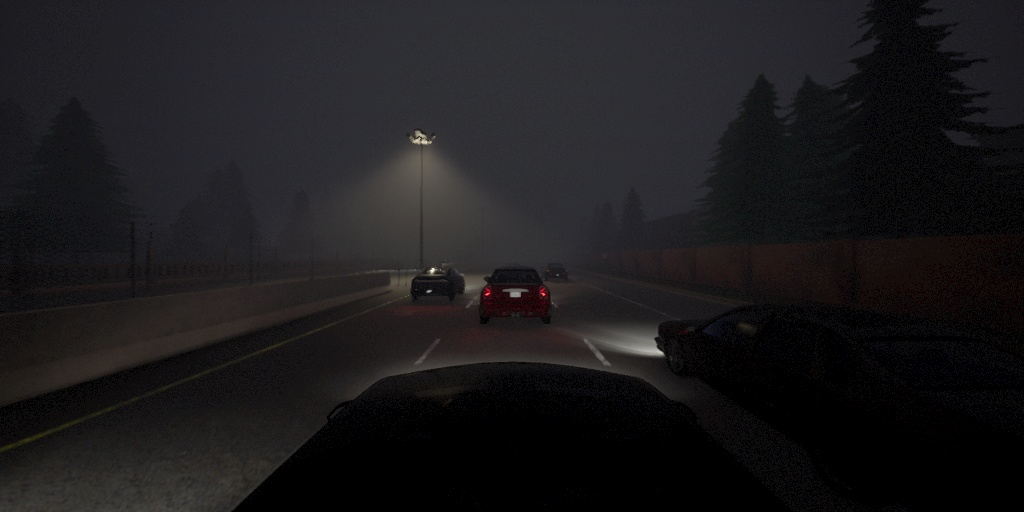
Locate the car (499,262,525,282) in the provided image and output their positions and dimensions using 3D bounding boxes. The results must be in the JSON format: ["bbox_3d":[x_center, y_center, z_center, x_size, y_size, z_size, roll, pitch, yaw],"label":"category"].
[{"bbox_3d":[0.021,1.300,30.578,2.033,1.411,5.357,0,0,0],"label":"car"}]

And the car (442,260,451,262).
[{"bbox_3d":[-10.215,1.319,54.955,1.994,1.385,4.181,0,0,2],"label":"car"}]

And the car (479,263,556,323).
[{"bbox_3d":[0.098,1.103,12.190,2.097,1.767,4.553,0,0,0],"label":"car"}]

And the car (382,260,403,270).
[{"bbox_3d":[-17.307,1.280,52.237,1.812,1.442,4.674,0,0,2],"label":"car"}]

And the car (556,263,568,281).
[{"bbox_3d":[3.506,1.278,29.977,1.812,1.442,4.674,0,0,0],"label":"car"}]

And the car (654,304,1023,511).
[{"bbox_3d":[3.598,1.298,4.315,2.033,1.411,5.357,0,0,0],"label":"car"}]

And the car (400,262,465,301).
[{"bbox_3d":[-3.405,1.243,17.140,2.128,1.511,4.902,0,0,0],"label":"car"}]

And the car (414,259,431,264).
[{"bbox_3d":[-13.709,1.248,55.263,2.128,1.511,4.902,0,0,2],"label":"car"}]
